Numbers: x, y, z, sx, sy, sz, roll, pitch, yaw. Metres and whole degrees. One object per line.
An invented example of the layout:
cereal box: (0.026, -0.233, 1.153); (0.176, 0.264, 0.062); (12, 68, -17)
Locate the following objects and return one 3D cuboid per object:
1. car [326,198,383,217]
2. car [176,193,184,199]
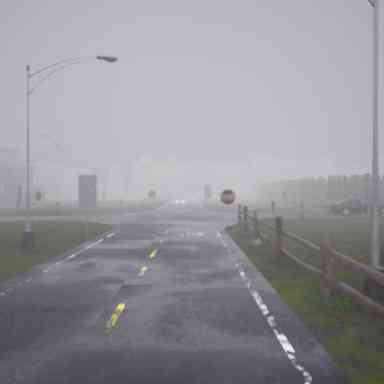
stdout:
car: (13.882, 1.232, 27.812); (5.008, 1.535, 1.882); (-1, -1, 0)
car: (-2.841, 0.993, 79.568); (1.895, 1.301, 4.718); (0, 0, 0)
